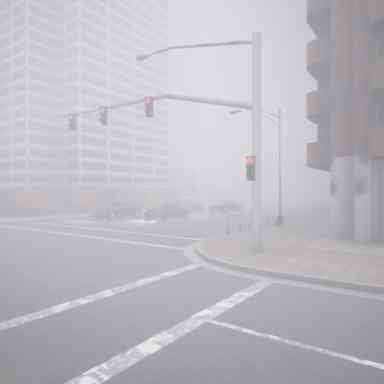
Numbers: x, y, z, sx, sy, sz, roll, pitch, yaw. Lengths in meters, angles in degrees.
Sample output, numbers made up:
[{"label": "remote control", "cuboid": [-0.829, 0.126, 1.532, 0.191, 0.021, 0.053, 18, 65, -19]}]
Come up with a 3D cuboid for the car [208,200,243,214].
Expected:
[{"label": "car", "cuboid": [3.761, 1.595, 36.259, 1.895, 1.301, 4.718, 0, 0, 35]}]

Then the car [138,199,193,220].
[{"label": "car", "cuboid": [-2.111, 1.558, 27.924, 1.994, 1.385, 4.181, 0, 0, 35]}]

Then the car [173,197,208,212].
[{"label": "car", "cuboid": [-0.500, 1.557, 36.290, 1.994, 1.385, 4.181, 0, 0, 35]}]

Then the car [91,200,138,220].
[{"label": "car", "cuboid": [-6.221, 1.498, 28.164, 1.837, 1.490, 4.892, 0, 0, 35]}]
